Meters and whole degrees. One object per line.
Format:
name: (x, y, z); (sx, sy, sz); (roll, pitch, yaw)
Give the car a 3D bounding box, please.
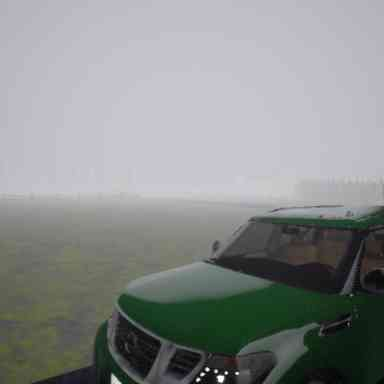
car: (1.670, 1.231, 4.257); (5.566, 2.045, 2.150); (0, 0, -35)
